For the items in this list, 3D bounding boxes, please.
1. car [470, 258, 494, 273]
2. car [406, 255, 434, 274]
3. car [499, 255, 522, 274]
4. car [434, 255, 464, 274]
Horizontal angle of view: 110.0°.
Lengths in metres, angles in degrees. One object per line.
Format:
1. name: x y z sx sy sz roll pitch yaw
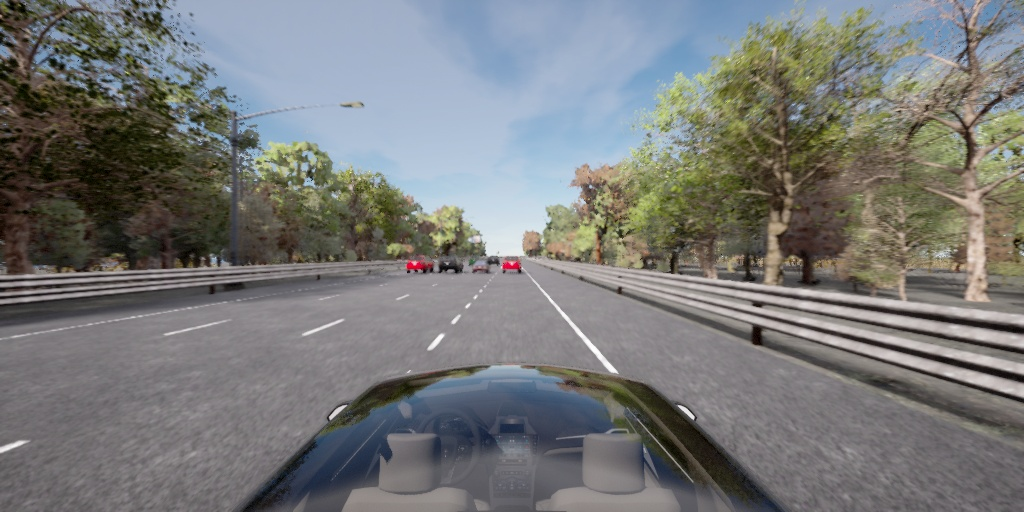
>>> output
1. car: -3.509 1.257 41.576 2.033 1.411 5.357 0 0 0
2. car: -10.512 0.933 41.365 2.150 2.045 5.566 0 0 0
3. car: -0.010 0.933 41.446 2.150 2.045 5.566 0 0 0
4. car: -7.011 0.934 41.445 2.150 2.045 5.566 0 0 0
